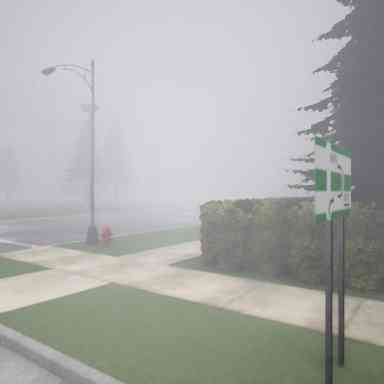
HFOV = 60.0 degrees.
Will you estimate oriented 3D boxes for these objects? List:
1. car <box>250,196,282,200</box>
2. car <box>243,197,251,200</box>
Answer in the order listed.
[{"bbox_3d":[10.153,1.526,45.286,1.812,1.442,4.674,0,0,36],"label":"car"},{"bbox_3d":[10.515,1.547,57.659,2.033,1.411,5.357,0,0,38],"label":"car"}]
